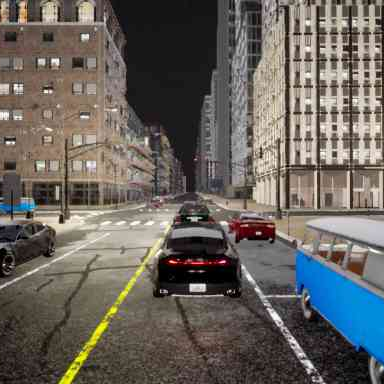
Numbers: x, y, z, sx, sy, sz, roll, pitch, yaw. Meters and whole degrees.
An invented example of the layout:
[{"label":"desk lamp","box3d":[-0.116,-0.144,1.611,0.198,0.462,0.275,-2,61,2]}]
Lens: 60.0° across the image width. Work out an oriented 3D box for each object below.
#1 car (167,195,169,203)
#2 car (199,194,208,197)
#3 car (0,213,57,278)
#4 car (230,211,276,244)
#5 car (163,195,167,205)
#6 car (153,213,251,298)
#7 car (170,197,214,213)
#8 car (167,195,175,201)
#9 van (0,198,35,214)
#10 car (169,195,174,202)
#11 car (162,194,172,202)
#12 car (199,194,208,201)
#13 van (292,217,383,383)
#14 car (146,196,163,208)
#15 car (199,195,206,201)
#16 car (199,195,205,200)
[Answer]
[{"label":"car","box3d":[-5.629,1.562,59.541,1.802,1.307,4.206,1,0,0]},{"label":"car","box3d":[2.751,1.531,59.532,2.008,1.369,4.403,1,0,0]},{"label":"car","box3d":[-5.673,1.567,10.222,1.947,1.339,4.313,1,0,0]},{"label":"car","box3d":[2.713,1.545,15.786,1.887,1.381,4.507,1,0,0]},{"label":"car","box3d":[-5.632,1.426,53.890,1.967,1.590,4.097,1,0,0]},{"label":"car","box3d":[0.108,1.506,8.515,1.837,1.490,4.892,0,0,0]},{"label":"car","box3d":[0.086,1.352,17.608,2.097,1.767,4.553,0,0,-1]},{"label":"car","box3d":[-5.604,1.475,87.629,1.752,1.417,4.829,1,0,0]},{"label":"van","box3d":[-19.704,1.525,37.120,3.998,1.788,1.690,0,0,1]},{"label":"car","box3d":[-5.619,1.519,70.843,2.008,1.369,4.403,1,0,0]},{"label":"car","box3d":[-5.612,1.402,76.495,1.967,1.590,4.097,1,0,0]},{"label":"car","box3d":[2.773,1.396,82.139,1.967,1.590,4.097,1,0,0]},{"label":"van","box3d":[2.705,1.342,4.632,1.690,1.788,3.998,1,0,0]},{"label":"car","box3d":[-5.640,1.573,48.237,1.802,1.307,4.206,1,0,0]},{"label":"car","box3d":[2.776,1.475,87.960,1.752,1.417,4.829,1,0,0]},{"label":"car","box3d":[2.780,1.524,93.441,1.802,1.307,4.206,1,0,0]}]
